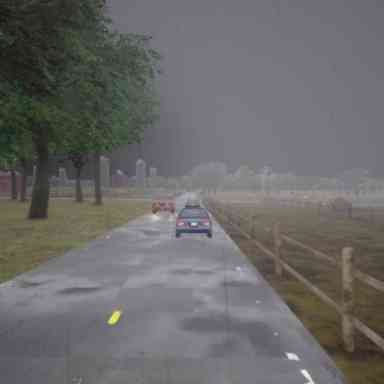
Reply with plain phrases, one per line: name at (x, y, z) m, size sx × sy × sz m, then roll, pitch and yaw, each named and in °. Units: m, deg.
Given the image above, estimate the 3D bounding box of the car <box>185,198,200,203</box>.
car at (0.074, 1.503, 43.360) m, size 1.994 × 1.385 × 4.181 m, roll 0°, pitch 0°, yaw 0°

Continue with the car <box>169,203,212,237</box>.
car at (0.087, 1.530, 17.862) m, size 2.033 × 1.411 × 5.357 m, roll 0°, pitch 0°, yaw 0°

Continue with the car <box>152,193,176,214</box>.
car at (-2.865, 1.178, 34.774) m, size 2.150 × 2.045 × 5.566 m, roll 0°, pitch 0°, yaw 0°
